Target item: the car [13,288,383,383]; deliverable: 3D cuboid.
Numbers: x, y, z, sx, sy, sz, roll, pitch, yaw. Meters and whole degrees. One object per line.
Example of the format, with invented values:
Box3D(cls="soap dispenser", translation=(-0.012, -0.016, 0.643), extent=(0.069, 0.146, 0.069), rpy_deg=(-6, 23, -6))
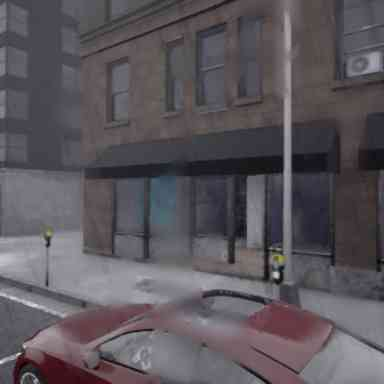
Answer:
Box3D(cls="car", translation=(0.074, 1.603, 3.015), extent=(4.206, 1.307, 1.802), rpy_deg=(-1, 0, 36))
